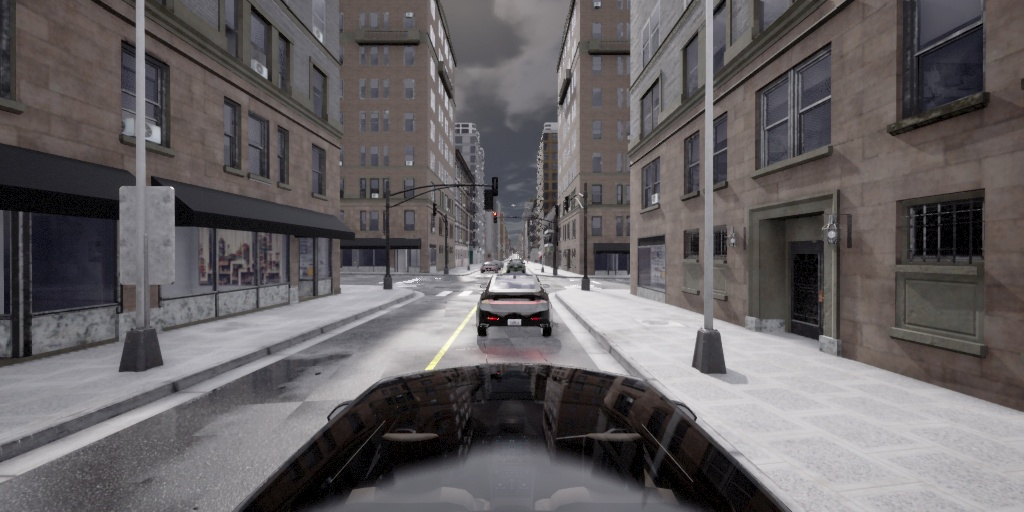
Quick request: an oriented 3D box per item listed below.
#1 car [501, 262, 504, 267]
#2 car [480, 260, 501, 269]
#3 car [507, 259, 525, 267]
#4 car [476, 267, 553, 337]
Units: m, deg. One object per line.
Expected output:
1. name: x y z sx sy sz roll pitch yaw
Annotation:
1. car: -2.617 1.334 53.919 1.837 1.490 4.892 0 0 0
2. car: -2.713 1.372 43.967 1.994 1.385 4.181 0 0 1
3. car: 0.488 1.158 43.006 2.097 1.767 4.553 0 0 1
4. car: 0.075 1.243 10.311 2.128 1.511 4.902 0 0 1
